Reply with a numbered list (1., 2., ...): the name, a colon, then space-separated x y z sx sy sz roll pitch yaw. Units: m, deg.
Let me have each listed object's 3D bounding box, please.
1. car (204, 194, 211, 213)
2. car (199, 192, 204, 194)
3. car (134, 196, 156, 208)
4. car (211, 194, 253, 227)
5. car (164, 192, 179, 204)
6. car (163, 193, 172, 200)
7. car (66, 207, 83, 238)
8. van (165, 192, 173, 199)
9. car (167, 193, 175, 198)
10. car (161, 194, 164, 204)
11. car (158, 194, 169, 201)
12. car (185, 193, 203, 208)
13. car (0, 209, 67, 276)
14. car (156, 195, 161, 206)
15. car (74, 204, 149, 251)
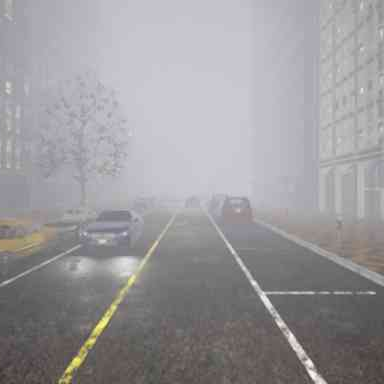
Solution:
1. car: 2.679 1.110 33.087 2.192 1.841 5.009 0 0 0
2. car: 2.659 1.090 72.933 1.947 1.339 4.313 0 0 0
3. car: -5.706 1.309 38.789 2.008 1.369 4.403 0 0 0
4. car: 2.684 1.182 21.703 2.192 1.841 5.009 0 0 0
5. car: -3.086 1.191 55.808 2.033 1.411 5.357 0 0 1
6. car: -5.725 1.028 78.633 1.887 1.381 4.507 0 0 0
7. car: -5.696 1.453 16.020 2.008 1.369 4.403 0 0 0
8. van: -5.726 0.784 84.324 1.690 1.788 3.998 0 0 0
9. car: -5.730 0.983 90.018 1.802 1.307 4.206 0 0 0
10. car: -5.714 1.225 55.864 1.802 1.307 4.206 0 0 0
11. car: -5.719 1.114 67.249 2.008 1.369 4.403 0 0 0
12. car: 0.087 1.216 41.780 1.882 1.535 5.008 0 0 0
13. car: -5.693 1.464 10.156 1.752 1.417 4.829 0 0 0
14. car: -5.709 1.286 44.481 1.947 1.339 4.313 0 0 0
15. car: -3.108 1.441 13.876 1.812 1.442 4.674 0 0 0
